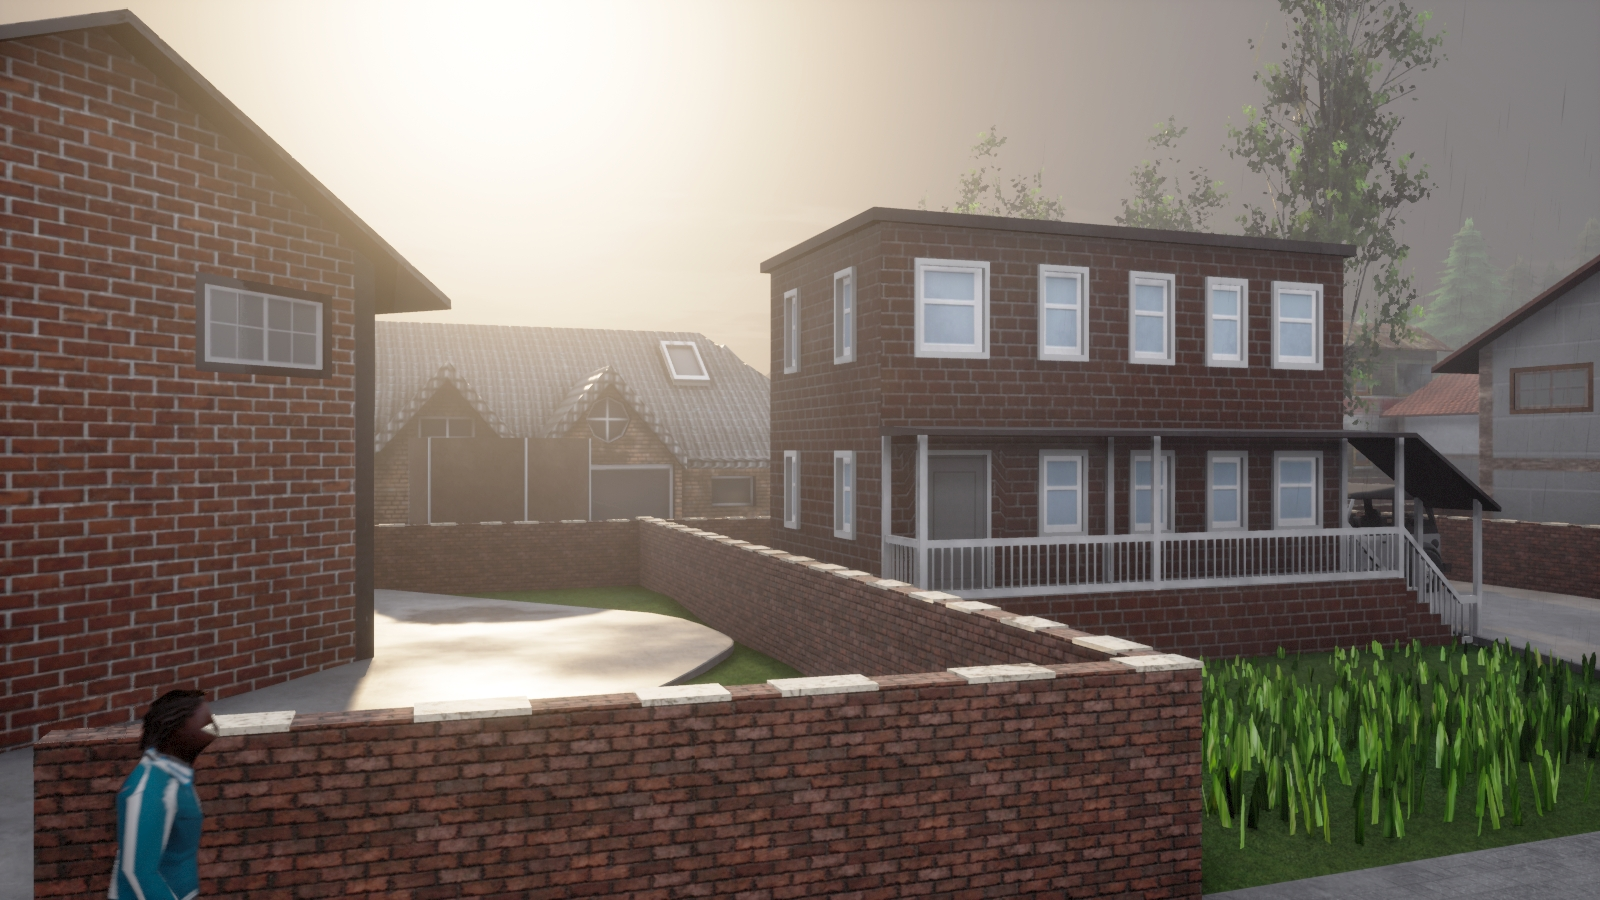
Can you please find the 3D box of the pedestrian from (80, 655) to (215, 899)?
[{"bbox_3d":[-2.451,1.746,4.318,0.375,1.860,0.375,0,0,-18],"label":"pedestrian"}]
